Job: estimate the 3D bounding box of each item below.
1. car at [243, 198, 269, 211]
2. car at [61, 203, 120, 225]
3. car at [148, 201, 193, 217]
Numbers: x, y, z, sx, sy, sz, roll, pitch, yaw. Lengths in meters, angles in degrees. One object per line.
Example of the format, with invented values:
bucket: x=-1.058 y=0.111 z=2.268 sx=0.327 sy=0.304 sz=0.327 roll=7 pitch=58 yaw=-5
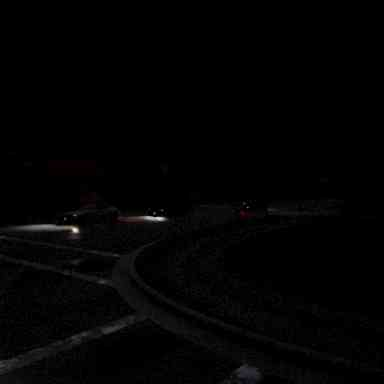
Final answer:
car: x=7.852 y=1.537 z=40.706 sx=1.837 sy=1.490 sz=4.892 roll=0 pitch=0 yaw=34
car: x=-7.380 y=1.563 z=24.684 sx=1.812 sy=1.442 sz=4.674 roll=0 pitch=0 yaw=34
car: x=-1.957 y=1.585 z=32.751 sx=2.033 sy=1.411 sz=5.357 roll=0 pitch=0 yaw=34
